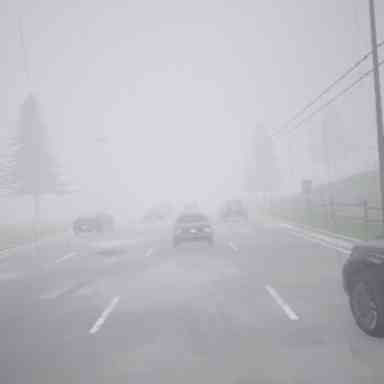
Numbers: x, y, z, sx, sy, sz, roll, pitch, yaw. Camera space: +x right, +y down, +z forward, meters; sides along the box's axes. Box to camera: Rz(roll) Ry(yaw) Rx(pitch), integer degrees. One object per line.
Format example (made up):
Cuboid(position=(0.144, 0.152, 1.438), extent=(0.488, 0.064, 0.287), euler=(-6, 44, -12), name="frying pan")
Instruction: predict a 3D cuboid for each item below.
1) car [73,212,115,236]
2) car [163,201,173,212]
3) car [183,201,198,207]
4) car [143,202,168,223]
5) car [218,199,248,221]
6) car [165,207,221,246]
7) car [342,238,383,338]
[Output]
Cuboid(position=(-7.007, 2.167, 24.143), extent=(1.882, 1.535, 5.008), euler=(-4, 0, 0), name="car")
Cuboid(position=(-3.645, 2.030, 44.154), extent=(2.097, 1.767, 4.553), euler=(-4, -1, -1), name="car")
Cuboid(position=(-0.142, 1.937, 44.402), extent=(1.882, 1.535, 5.008), euler=(-4, -1, 0), name="car")
Cuboid(position=(-3.560, 2.075, 31.859), extent=(1.812, 1.442, 4.674), euler=(-4, -1, -2), name="car")
Cuboid(position=(3.436, 1.426, 28.858), extent=(2.097, 1.767, 4.553), euler=(-4, -1, 0), name="car")
Cuboid(position=(0.030, 1.712, 16.431), extent=(2.033, 1.411, 5.357), euler=(-4, -1, 0), name="car")
Cuboid(position=(3.583, 1.028, 3.214), extent=(2.150, 2.045, 5.566), euler=(-4, 0, 0), name="car")
